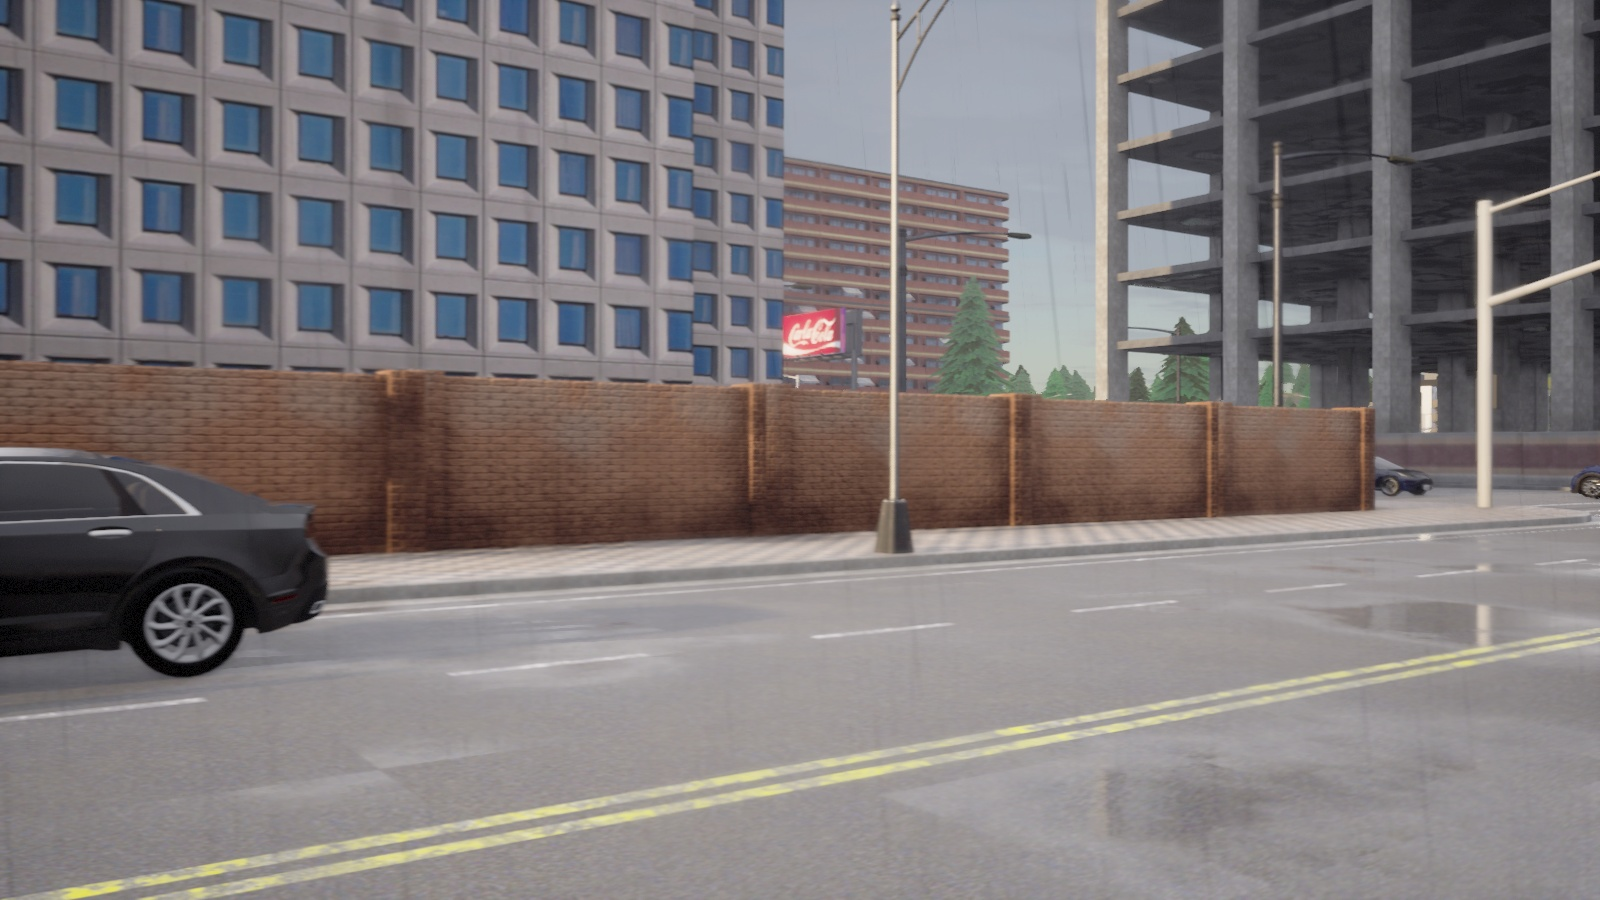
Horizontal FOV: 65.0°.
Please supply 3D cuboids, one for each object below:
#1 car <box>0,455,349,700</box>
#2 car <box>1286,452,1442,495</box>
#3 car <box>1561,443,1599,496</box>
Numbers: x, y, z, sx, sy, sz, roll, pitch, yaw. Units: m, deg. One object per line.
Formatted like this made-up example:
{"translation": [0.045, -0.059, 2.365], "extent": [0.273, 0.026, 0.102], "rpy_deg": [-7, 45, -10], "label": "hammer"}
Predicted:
{"translation": [-5.714, 0.782, 8.211], "extent": [4.892, 1.490, 1.837], "rpy_deg": [0, 0, -35], "label": "car"}
{"translation": [20.600, 0.814, 46.053], "extent": [2.163, 1.488, 4.792], "rpy_deg": [0, 0, -34], "label": "car"}
{"translation": [28.044, 0.646, 41.449], "extent": [2.097, 1.767, 4.553], "rpy_deg": [0, 0, -35], "label": "car"}
